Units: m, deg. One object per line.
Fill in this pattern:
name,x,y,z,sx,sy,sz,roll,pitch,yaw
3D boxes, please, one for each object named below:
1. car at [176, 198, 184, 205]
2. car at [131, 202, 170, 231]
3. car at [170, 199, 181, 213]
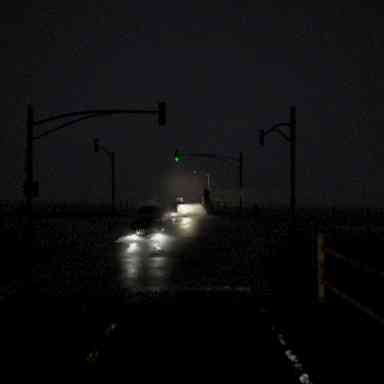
car,-2.627,1.987,69.290,2.128,1.511,4.902,0,0,0
car,-2.747,1.603,21.902,1.882,1.535,5.008,1,0,0
car,-2.746,1.863,40.612,1.994,1.385,4.181,0,0,0
